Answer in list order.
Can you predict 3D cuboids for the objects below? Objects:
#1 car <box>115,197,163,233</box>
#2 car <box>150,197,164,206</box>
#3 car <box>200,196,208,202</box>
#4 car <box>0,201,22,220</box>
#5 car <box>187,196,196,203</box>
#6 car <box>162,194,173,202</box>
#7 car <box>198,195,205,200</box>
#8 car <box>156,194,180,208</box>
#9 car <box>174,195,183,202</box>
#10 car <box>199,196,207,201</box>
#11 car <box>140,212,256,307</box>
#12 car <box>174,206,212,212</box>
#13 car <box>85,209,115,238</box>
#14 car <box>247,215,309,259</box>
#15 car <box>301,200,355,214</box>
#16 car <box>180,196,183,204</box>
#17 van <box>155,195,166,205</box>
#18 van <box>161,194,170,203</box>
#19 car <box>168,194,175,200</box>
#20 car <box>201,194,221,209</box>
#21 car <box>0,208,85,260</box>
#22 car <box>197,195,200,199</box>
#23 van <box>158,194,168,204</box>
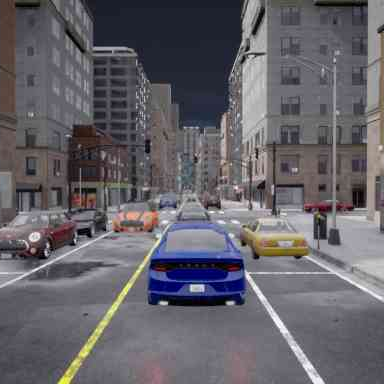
[{"bbox_3d":[-3.129,1.357,19.459,2.097,1.767,4.553,0,0,0],"label":"car"},{"bbox_3d":[-5.760,1.573,55.562,1.752,1.417,4.829,-1,0,0],"label":"car"},{"bbox_3d":[2.740,1.590,78.258,1.752,1.417,4.829,-1,0,0],"label":"car"},{"bbox_3d":[-18.071,1.664,29.470,5.008,1.535,1.882,-1,1,-1],"label":"car"},{"bbox_3d":[-0.110,1.579,74.002,2.128,1.511,4.902,0,0,0],"label":"car"},{"bbox_3d":[-5.795,1.380,78.076,2.192,1.841,5.009,-1,0,0],"label":"car"},{"bbox_3d":[2.721,1.624,94.845,2.008,1.369,4.403,-1,0,0],"label":"car"},{"bbox_3d":[-3.163,1.252,45.411,2.150,2.045,5.566,0,1,0],"label":"car"},{"bbox_3d":[-3.114,1.535,77.172,2.033,1.411,5.357,0,0,0],"label":"car"},{"bbox_3d":[2.734,1.634,83.673,1.947,1.339,4.313,-1,0,0],"label":"car"},{"bbox_3d":[0.085,1.478,8.109,1.882,1.535,5.008,0,0,0],"label":"car"},{"bbox_3d":[0.074,1.606,17.472,1.895,1.301,4.718,0,0,0],"label":"car"},{"bbox_3d":[-5.703,1.571,17.687,1.947,1.339,4.313,-1,0,0],"label":"car"},{"bbox_3d":[2.830,1.527,12.374,1.752,1.417,4.829,-1,0,0],"label":"car"},{"bbox_3d":[13.311,1.458,32.830,4.718,1.301,1.895,-1,1,-1],"label":"car"},{"bbox_3d":[-3.156,1.405,61.997,2.097,1.767,4.553,0,0,0],"label":"car"},{"bbox_3d":[-5.770,1.394,61.318,1.690,1.788,3.998,-1,0,0],"label":"van"},{"bbox_3d":[-5.787,1.402,72.490,1.690,1.788,3.998,-1,0,0],"label":"van"},{"bbox_3d":[-5.818,1.513,94.832,1.967,1.590,4.097,-1,0,0],"label":"car"},{"bbox_3d":[2.780,1.351,44.572,2.192,1.841,5.009,-1,0,0],"label":"car"},{"bbox_3d":[-5.696,1.442,12.190,1.967,1.590,4.097,-1,0,0],"label":"car"},{"bbox_3d":[2.752,1.372,66.916,2.192,1.841,5.009,-1,0,0],"label":"car"},{"bbox_3d":[-5.779,1.398,66.904,1.690,1.788,3.998,-1,0,0],"label":"van"}]
